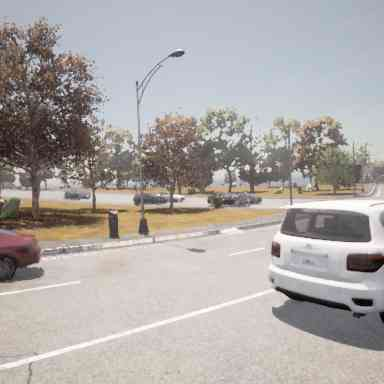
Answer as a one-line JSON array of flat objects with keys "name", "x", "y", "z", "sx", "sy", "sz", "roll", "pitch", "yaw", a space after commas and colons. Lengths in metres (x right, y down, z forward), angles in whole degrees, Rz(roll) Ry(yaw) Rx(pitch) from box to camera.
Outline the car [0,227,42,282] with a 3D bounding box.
[{"name": "car", "x": -6.280, "y": 1.526, "z": 8.231, "sx": 4.674, "sy": 1.442, "sz": 1.812, "roll": 0, "pitch": 0, "yaw": -36}]

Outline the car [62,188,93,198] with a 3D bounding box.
[{"name": "car", "x": -19.396, "y": 0.173, "z": 56.173, "sx": 5.357, "sy": 1.411, "sz": 2.033, "roll": 2, "pitch": 4, "yaw": 33}]

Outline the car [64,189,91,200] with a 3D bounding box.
[{"name": "car", "x": -17.507, "y": 0.427, "z": 50.750, "sx": 4.902, "sy": 1.511, "sz": 2.128, "roll": 2, "pitch": 4, "yaw": 33}]

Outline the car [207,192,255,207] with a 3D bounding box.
[{"name": "car", "x": 3.999, "y": 0.837, "z": 36.823, "sx": 4.902, "sy": 1.511, "sz": 2.128, "roll": 0, "pitch": 3, "yaw": 33}]

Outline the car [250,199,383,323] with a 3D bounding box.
[{"name": "car", "x": 3.968, "y": 1.173, "z": 7.089, "sx": 5.566, "sy": 2.045, "sz": 2.150, "roll": -1, "pitch": 0, "yaw": -39}]

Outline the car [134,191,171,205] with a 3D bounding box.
[{"name": "car", "x": -5.391, "y": 0.819, "z": 42.900, "sx": 4.674, "sy": 1.442, "sz": 1.812, "roll": 1, "pitch": 3, "yaw": 33}]

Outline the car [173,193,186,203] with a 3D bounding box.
[{"name": "car", "x": -3.064, "y": 0.660, "z": 45.557, "sx": 4.674, "sy": 1.442, "sz": 1.812, "roll": 1, "pitch": 3, "yaw": 33}]

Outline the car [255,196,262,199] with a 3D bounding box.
[{"name": "car", "x": 6.172, "y": 0.742, "z": 39.584, "sx": 4.181, "sy": 1.385, "sz": 1.994, "roll": 0, "pitch": 3, "yaw": 33}]
